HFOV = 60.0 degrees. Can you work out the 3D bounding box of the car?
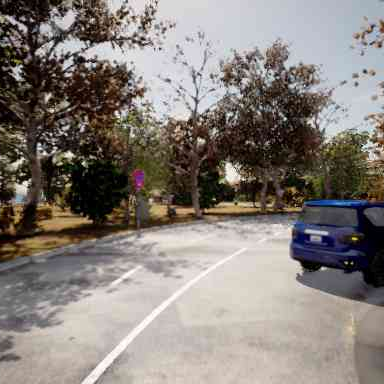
[{"bbox_3d":[5.281,1.278,9.745,5.566,2.045,2.150,1,-1,-34],"label":"car"}]
